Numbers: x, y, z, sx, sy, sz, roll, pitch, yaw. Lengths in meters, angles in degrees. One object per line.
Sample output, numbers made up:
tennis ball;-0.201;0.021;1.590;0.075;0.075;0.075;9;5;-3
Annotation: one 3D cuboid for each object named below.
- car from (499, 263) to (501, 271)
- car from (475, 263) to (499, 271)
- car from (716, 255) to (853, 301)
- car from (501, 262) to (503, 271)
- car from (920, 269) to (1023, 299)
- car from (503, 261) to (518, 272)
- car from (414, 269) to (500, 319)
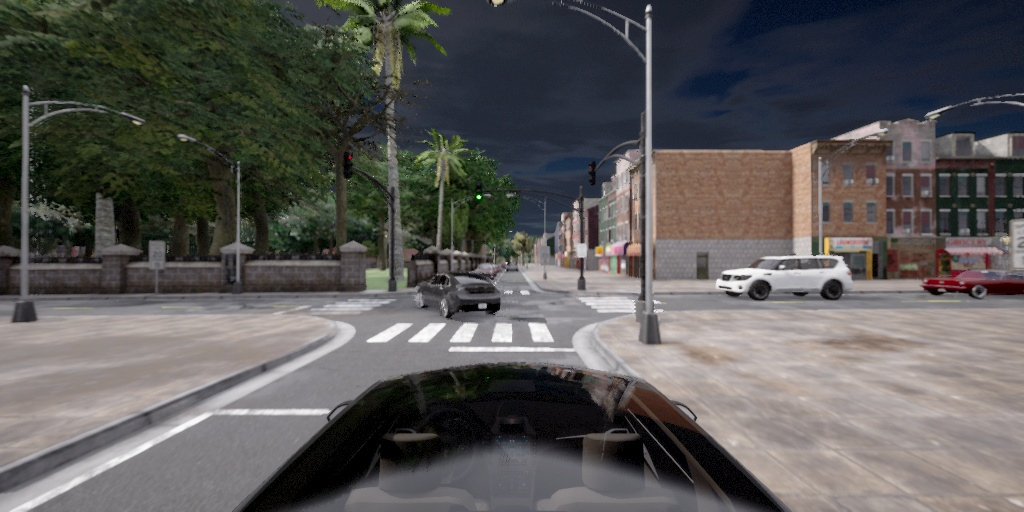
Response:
car;-2.606;1.557;40.576;1.967;1.591;4.097;0;0;0
car;-2.612;1.495;34.888;1.967;1.591;4.097;0;0;0
car;12.868;0.991;17.107;5.566;2.045;2.150;0;0;0
car;-2.598;1.830;51.952;1.802;1.307;4.207;0;0;0
car;22.690;1.309;17.110;4.718;1.301;1.895;0;0;0
car;0.046;1.898;58.968;1.994;1.385;4.181;0;-1;0
car;-2.179;1.362;13.557;1.837;1.490;4.892;2;-1;-31
